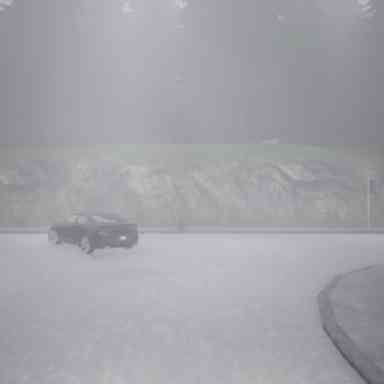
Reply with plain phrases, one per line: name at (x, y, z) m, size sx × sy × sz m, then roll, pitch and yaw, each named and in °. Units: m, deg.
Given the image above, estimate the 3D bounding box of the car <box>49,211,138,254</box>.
car at (-4.237, 1.536, 13.915) m, size 1.882 × 1.535 × 5.008 m, roll 2°, pitch -1°, yaw -44°
